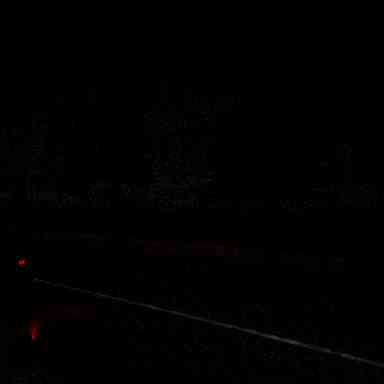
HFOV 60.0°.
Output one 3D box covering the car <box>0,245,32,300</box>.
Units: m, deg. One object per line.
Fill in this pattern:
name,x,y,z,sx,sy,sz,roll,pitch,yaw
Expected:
car,-5.405,1.553,7.132,4.181,1.385,1.994,0,0,31
